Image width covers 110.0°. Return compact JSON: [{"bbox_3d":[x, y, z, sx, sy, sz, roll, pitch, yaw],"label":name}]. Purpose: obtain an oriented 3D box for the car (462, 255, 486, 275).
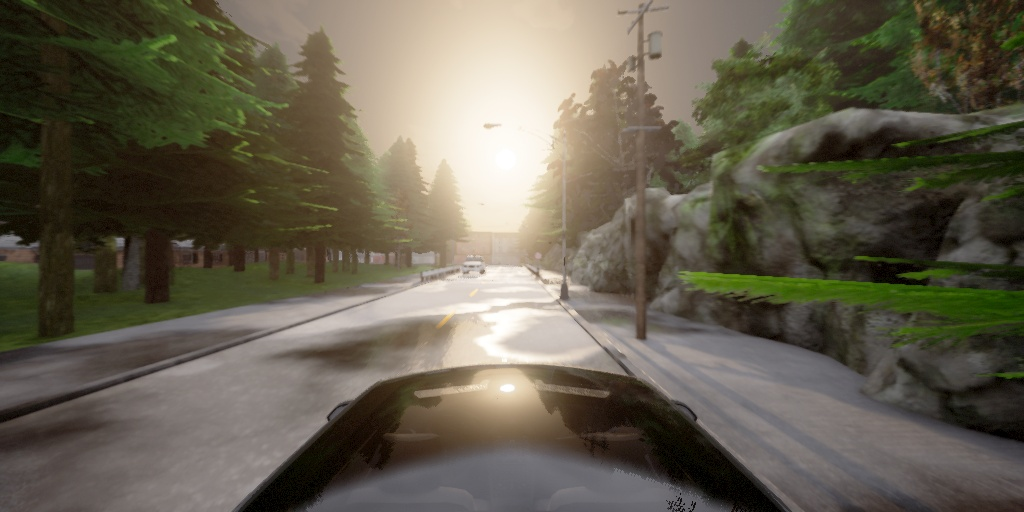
[{"bbox_3d":[-4.091,0.974,39.073,2.150,2.045,5.566,0,1,0],"label":"car"}]
